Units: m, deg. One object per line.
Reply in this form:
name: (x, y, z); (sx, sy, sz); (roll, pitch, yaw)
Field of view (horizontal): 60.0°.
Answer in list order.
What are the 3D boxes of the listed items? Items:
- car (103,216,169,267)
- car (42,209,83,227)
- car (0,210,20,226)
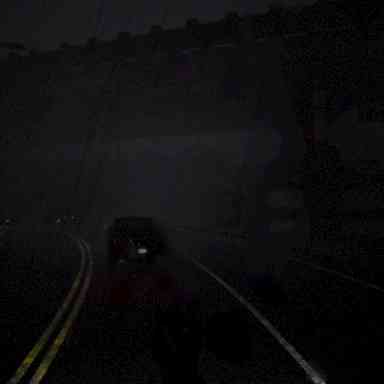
car: (-2.145, 1.625, 12.151); (1.882, 1.535, 5.008); (0, -1, -16)
car: (-11.349, 2.209, 28.988); (2.033, 1.411, 5.357); (1, -3, -41)
car: (-16.851, 2.308, 29.318); (4.181, 1.385, 1.994); (-3, -3, 43)
